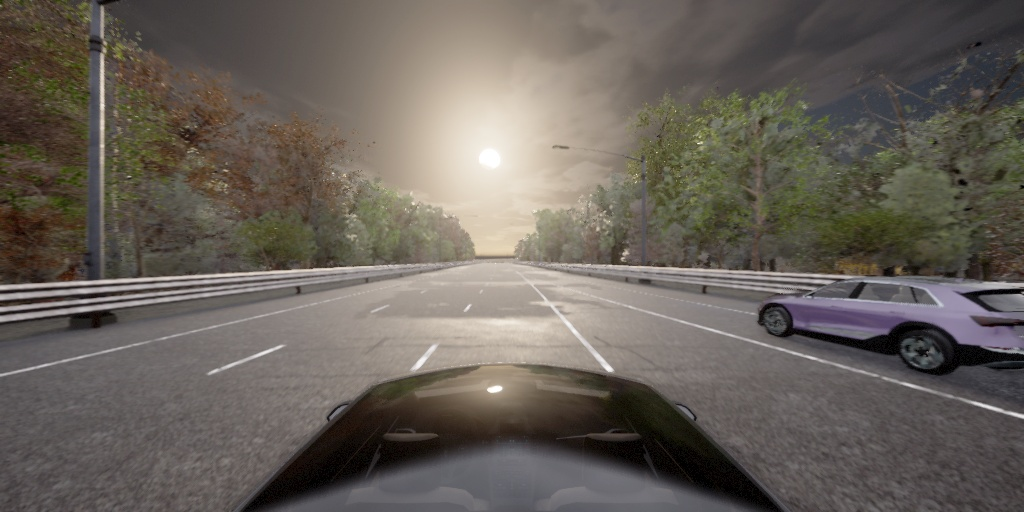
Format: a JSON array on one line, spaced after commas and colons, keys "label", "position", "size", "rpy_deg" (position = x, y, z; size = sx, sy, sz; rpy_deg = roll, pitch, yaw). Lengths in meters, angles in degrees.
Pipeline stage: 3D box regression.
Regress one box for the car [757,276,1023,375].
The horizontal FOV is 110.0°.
[{"label": "car", "position": [7.828, 1.229, 7.736], "size": [2.033, 1.649, 4.856], "rpy_deg": [0, 0, -9]}]
